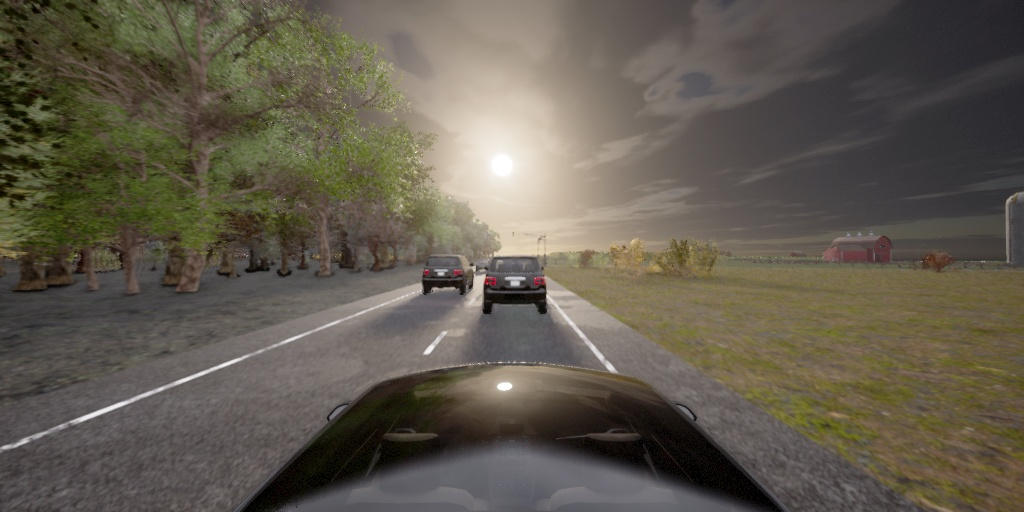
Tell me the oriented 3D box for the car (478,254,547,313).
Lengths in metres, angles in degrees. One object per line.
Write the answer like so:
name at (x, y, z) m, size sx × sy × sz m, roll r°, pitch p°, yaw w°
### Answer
car at (0.100, 0.952, 13.929) m, size 2.150 × 2.045 × 5.566 m, roll 0°, pitch 0°, yaw 0°

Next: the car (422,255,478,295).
car at (-3.399, 0.943, 19.863) m, size 2.150 × 2.045 × 5.566 m, roll 0°, pitch 0°, yaw 0°

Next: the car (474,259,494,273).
car at (-3.398, 1.165, 44.128) m, size 2.128 × 1.511 × 4.902 m, roll 0°, pitch 0°, yaw 0°
